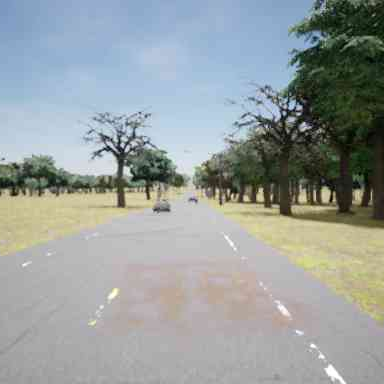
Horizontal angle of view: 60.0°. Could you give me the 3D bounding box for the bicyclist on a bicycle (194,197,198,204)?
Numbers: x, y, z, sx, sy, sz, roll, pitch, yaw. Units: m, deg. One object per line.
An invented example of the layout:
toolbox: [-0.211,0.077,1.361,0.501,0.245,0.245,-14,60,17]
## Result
bicyclist on a bicycle: [0.983,1.889,76.257,0.866,1.612,1.509,0,-1,0]

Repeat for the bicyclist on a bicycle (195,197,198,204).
bicyclist on a bicycle: [0.986,1.833,67.492,0.582,1.620,1.656,0,-1,0]

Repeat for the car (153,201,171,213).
car: [-3.570,1.753,40.267,1.994,1.385,4.181,0,0,0]

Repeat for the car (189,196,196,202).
car: [0.032,1.901,89.905,1.882,1.535,5.008,0,0,0]
